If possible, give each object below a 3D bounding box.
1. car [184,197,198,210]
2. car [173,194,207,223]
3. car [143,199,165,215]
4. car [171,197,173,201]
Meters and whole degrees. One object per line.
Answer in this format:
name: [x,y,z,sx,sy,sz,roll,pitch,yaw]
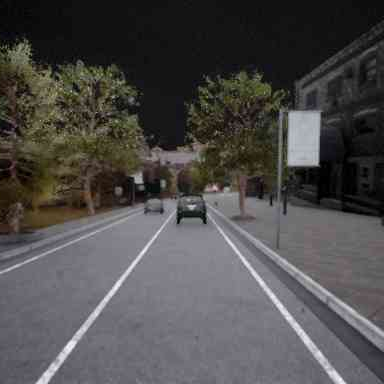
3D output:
car: [-0.127,1.461,43.586,1.812,1.442,4.674,0,0,0]
car: [-0.037,1.187,25.116,2.150,2.045,5.566,0,0,0]
car: [-3.780,1.461,33.886,1.837,1.490,4.892,0,0,0]
car: [-3.656,1.346,75.524,1.994,1.385,4.181,0,0,2]
